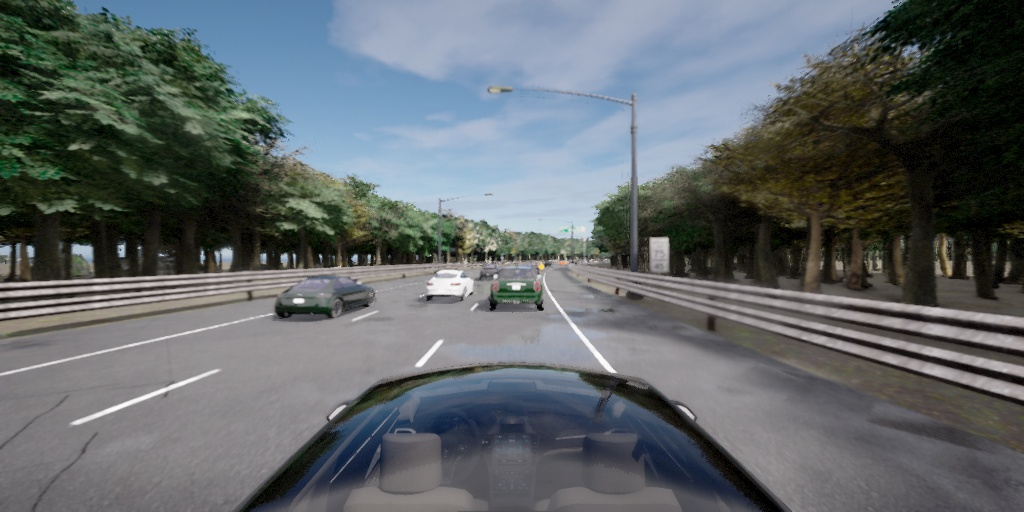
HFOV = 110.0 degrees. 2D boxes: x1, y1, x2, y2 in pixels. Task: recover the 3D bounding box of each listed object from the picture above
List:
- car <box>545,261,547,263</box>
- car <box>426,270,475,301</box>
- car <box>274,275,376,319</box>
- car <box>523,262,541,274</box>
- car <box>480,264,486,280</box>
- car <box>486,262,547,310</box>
[{"bbox_3d":[4.478,1.763,61.935,1.882,1.535,5.008,0,0,8],"label":"car"},{"bbox_3d":[-3.058,1.421,18.254,1.812,1.442,4.674,0,0,2],"label":"car"},{"bbox_3d":[-6.719,1.412,13.387,1.994,1.385,4.181,0,-1,1],"label":"car"},{"bbox_3d":[2.765,1.669,49.213,2.128,1.511,4.902,0,-1,7],"label":"car"},{"bbox_3d":[-2.000,1.542,35.516,2.128,1.511,4.902,0,-1,5],"label":"car"},{"bbox_3d":[0.237,1.227,15.678,2.097,1.767,4.553,0,-1,2],"label":"car"}]
